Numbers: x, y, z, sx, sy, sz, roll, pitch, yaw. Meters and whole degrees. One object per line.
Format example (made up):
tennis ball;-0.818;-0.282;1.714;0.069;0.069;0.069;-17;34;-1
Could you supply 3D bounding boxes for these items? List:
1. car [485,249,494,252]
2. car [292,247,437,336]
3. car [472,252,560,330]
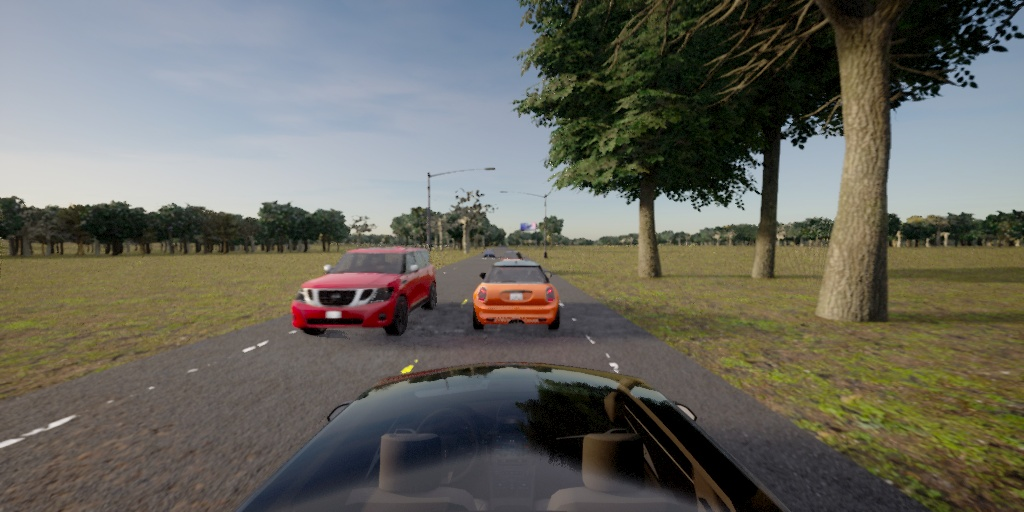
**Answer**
car;-3.846;-0.412;61.014;2.033;1.411;5.357;0;2;-1
car;-3.593;0.761;9.980;2.150;2.045;5.566;0;1;0
car;0.104;0.886;10.351;2.097;1.767;4.553;0;2;0
